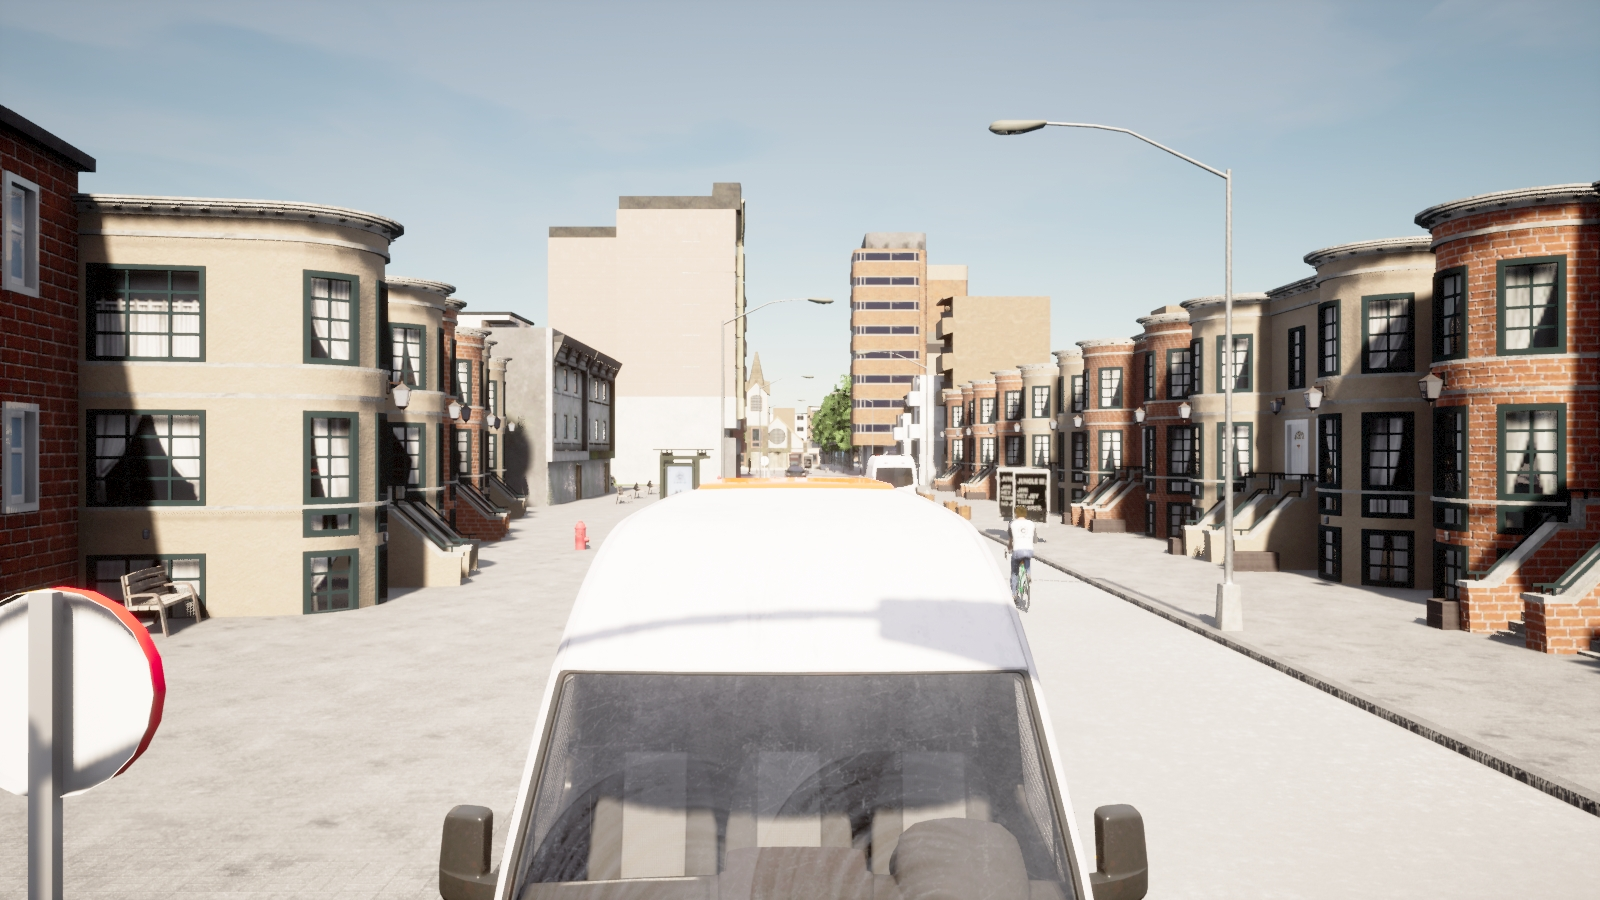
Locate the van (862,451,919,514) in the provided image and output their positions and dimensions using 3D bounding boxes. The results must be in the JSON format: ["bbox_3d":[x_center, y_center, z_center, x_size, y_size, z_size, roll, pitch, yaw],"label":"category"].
[{"bbox_3d":[3.847,1.314,49.458,1.988,2.561,5.915,0,0,0],"label":"van"}]

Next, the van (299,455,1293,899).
[{"bbox_3d":[-0.019,1.314,5.243,1.988,2.561,5.915,0,0,0],"label":"van"}]
